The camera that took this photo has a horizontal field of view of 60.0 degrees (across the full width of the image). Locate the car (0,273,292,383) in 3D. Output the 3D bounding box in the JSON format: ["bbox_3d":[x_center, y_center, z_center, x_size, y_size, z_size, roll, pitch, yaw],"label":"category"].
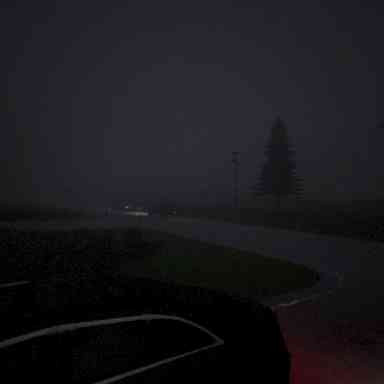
[{"bbox_3d":[-1.383,1.494,2.398,4.902,1.511,2.128,1,0,-34],"label":"car"}]

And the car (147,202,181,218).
[{"bbox_3d":[-2.802,1.691,32.738,2.128,1.511,4.902,1,-1,-30],"label":"car"}]

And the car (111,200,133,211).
[{"bbox_3d":[-9.281,1.741,43.899,1.812,1.442,4.674,1,0,-30],"label":"car"}]
